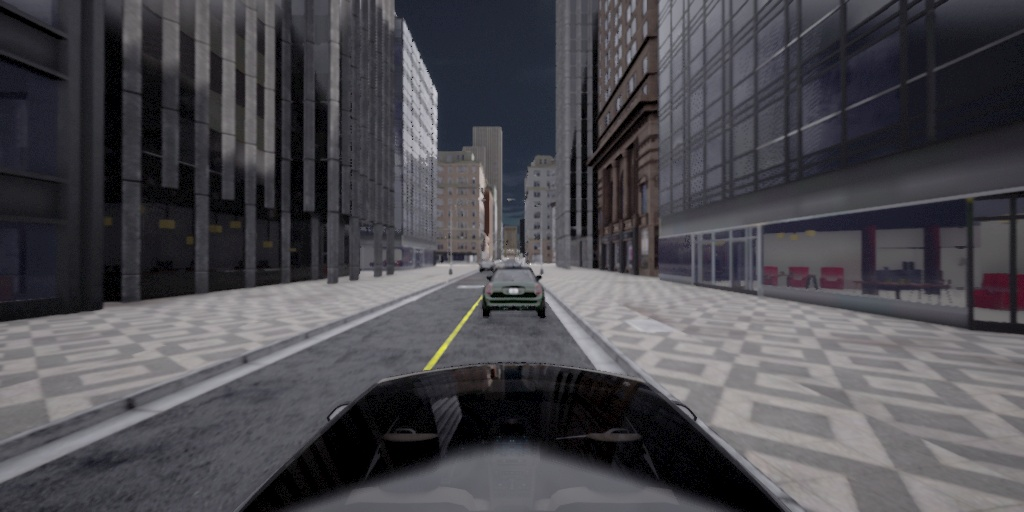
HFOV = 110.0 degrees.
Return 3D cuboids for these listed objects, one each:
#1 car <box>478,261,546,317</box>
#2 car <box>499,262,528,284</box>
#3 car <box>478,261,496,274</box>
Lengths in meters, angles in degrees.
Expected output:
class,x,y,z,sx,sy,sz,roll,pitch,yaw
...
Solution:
class,x,y,z,sx,sy,sz,roll,pitch,yaw
car,0.080,1.125,13.507,2.097,1.767,4.553,0,0,1
car,0.091,1.292,28.907,2.128,1.511,4.902,0,0,0
car,-3.073,1.342,44.852,1.837,1.490,4.892,0,0,0
